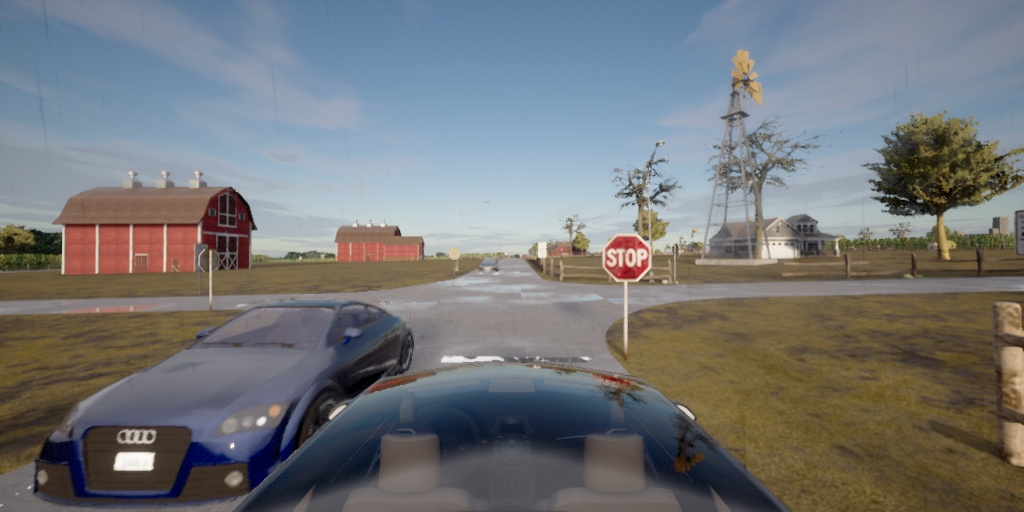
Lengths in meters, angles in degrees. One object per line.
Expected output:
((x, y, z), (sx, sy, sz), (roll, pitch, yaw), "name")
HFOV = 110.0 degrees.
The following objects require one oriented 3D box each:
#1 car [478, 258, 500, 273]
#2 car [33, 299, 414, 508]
((-2.249, 0.925, 36.059), (1.812, 1.442, 4.674), (0, 2, 1), "car")
((-2.711, 1.286, 4.593), (1.994, 1.385, 4.181), (0, 1, 1), "car")
